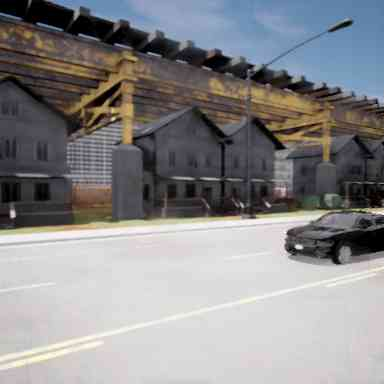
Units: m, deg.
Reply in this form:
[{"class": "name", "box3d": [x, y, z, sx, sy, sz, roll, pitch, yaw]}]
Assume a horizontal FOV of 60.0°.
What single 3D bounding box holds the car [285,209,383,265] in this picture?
[{"class": "car", "box3d": [5.359, 1.393, 11.472, 5.008, 1.535, 1.882, 0, 1, -33]}]
